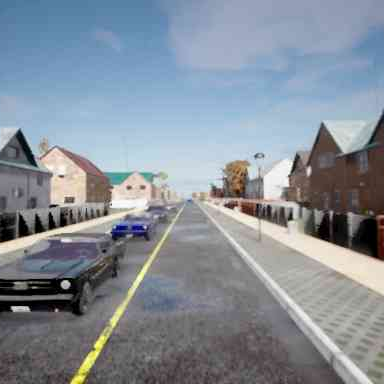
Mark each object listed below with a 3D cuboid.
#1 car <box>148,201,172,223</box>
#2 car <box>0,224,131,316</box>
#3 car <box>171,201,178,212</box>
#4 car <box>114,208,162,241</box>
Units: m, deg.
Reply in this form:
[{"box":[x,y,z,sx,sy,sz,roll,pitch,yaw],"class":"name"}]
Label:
[{"box":[-2.951,1.791,28.012,1.812,1.442,4.674,0,0,0],"class":"car"},{"box":[-2.880,1.674,7.774,1.895,1.301,4.718,0,0,0],"class":"car"},{"box":[-3.008,1.971,46.332,2.128,1.511,4.902,0,-1,0],"class":"car"},{"box":[-2.933,1.764,17.817,1.895,1.301,4.718,0,-1,0],"class":"car"}]
